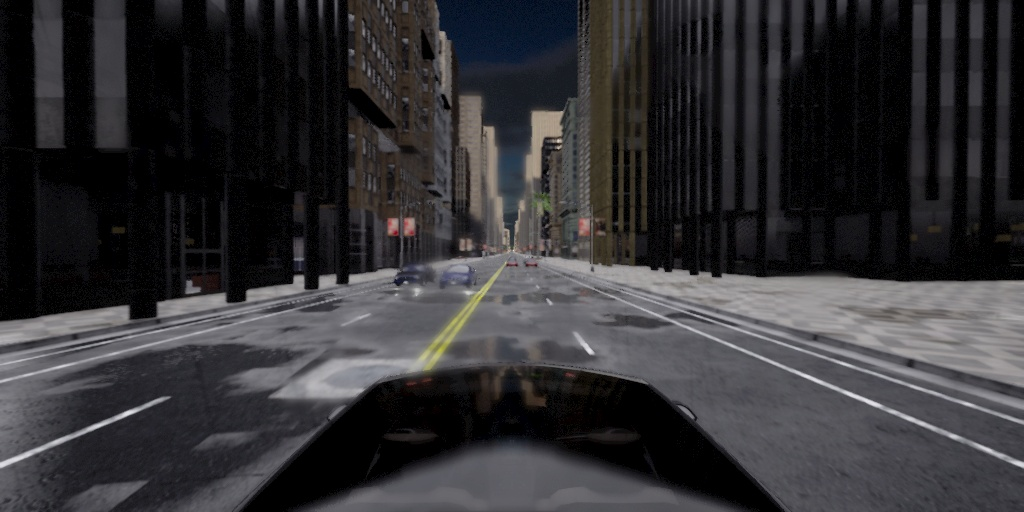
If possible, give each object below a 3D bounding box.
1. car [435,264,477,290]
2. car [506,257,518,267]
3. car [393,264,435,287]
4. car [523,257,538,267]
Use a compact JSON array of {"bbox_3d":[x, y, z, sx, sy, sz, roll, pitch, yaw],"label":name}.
[{"bbox_3d":[-3.275,1.246,22.532,1.812,1.442,4.674,0,0,1],"label":"car"},{"bbox_3d":[0.036,1.154,60.601,1.994,1.385,4.181,0,0,0],"label":"car"},{"bbox_3d":[-6.500,1.262,24.745,2.033,1.411,5.357,0,0,0],"label":"car"},{"bbox_3d":[3.287,1.154,60.564,1.994,1.385,4.181,0,0,0],"label":"car"}]
